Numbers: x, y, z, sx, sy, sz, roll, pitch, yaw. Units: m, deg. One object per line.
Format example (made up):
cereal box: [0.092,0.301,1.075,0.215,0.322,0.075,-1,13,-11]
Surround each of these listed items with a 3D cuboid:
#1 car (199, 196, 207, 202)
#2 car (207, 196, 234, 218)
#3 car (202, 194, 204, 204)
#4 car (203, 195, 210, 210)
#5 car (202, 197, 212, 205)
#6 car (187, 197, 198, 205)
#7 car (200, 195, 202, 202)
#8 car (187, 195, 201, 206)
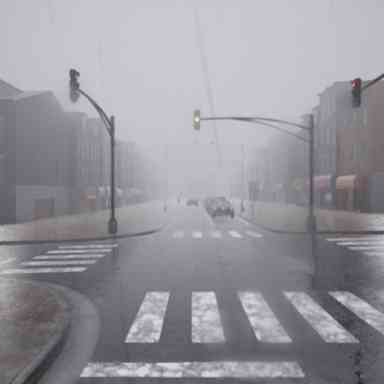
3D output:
car: [2.805,1.819,84.380,1.802,1.307,4.206,-1,0,0]
car: [2.692,1.479,30.357,1.967,1.590,4.097,-1,0,0]
car: [2.713,1.383,41.162,2.192,1.841,5.009,-1,0,0]
car: [2.702,1.368,35.760,2.192,1.841,5.009,-1,0,0]
car: [2.760,1.668,62.941,1.752,1.417,4.829,-1,0,0]
car: [0.137,1.718,65.839,1.994,1.385,4.181,0,0,0]
car: [2.737,1.542,51.967,1.967,1.590,4.097,-1,0,0]
car: [0.115,1.619,55.419,1.837,1.490,4.892,0,0,0]
